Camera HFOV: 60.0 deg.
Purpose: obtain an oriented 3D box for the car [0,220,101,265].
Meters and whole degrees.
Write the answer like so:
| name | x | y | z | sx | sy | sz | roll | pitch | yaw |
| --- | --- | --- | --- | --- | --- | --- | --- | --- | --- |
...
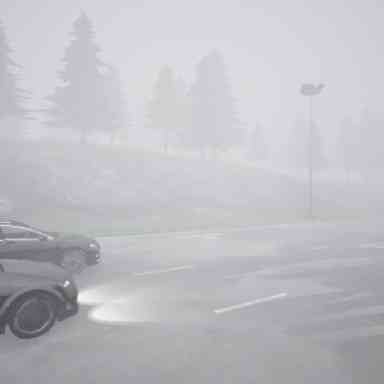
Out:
| name | x | y | z | sx | sy | sz | roll | pitch | yaw |
| --- | --- | --- | --- | --- | --- | --- | --- | --- | --- |
| car | -4.930 | 1.501 | 8.829 | 4.902 | 1.511 | 2.128 | 1 | 0 | -36 |

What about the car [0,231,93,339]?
| name | x | y | z | sx | sy | sz | roll | pitch | yaw |
| --- | --- | --- | --- | --- | --- | --- | --- | --- | --- |
| car | -4.002 | 1.560 | 5.190 | 4.181 | 1.385 | 1.994 | 1 | 0 | -36 |
